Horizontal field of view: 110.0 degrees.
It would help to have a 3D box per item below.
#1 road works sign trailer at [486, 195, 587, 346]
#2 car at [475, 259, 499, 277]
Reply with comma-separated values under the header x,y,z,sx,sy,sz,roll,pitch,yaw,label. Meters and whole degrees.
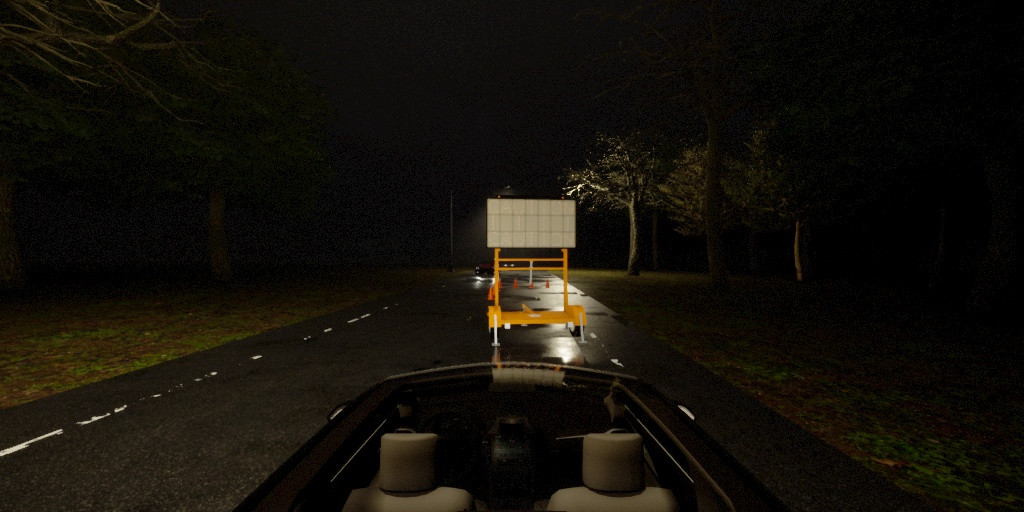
x,y,z,sx,sy,sz,roll,pitch,yaw,label
0.490,0.212,9.520,2.380,3.560,2.880,0,0,-6,road works sign trailer
-2.437,1.118,36.376,2.097,1.767,4.553,0,0,2,car
